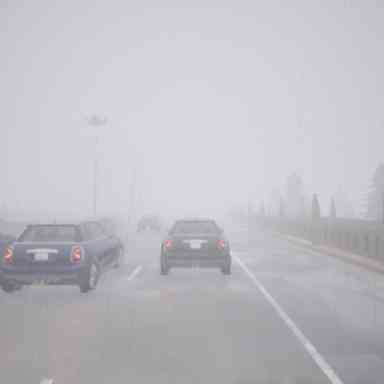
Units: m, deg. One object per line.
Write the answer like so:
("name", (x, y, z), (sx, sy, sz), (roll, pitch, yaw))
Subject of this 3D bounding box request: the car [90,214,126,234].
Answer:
("car", (-6.900, 2.614, 27.853), (1.837, 1.490, 4.892), (0, -3, 0))

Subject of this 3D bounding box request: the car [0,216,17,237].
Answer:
("car", (-14.099, 2.376, 22.692), (1.812, 1.442, 4.674), (0, -3, 0))

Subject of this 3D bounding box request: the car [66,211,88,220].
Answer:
("car", (-20.623, 4.194, 59.798), (1.882, 1.535, 5.008), (0, -3, 5))

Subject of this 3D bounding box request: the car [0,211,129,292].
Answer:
("car", (-3.400, 1.565, 9.652), (2.097, 1.767, 4.553), (0, -2, 0))

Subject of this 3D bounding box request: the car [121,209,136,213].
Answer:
("car", (-12.456, 4.699, 68.748), (2.033, 1.411, 5.357), (0, -3, 8))

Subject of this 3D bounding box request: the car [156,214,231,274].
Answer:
("car", (0.100, 1.649, 11.598), (2.097, 1.767, 4.553), (0, -3, 0))

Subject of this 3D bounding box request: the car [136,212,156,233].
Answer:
("car", (-3.400, 2.614, 27.859), (1.837, 1.490, 4.892), (0, -3, 0))

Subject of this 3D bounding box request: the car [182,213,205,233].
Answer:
("car", (0.100, 2.679, 29.699), (1.882, 1.535, 5.008), (0, -3, 0))

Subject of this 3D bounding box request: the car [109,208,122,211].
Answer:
("car", (-15.870, 4.423, 69.523), (2.150, 2.045, 5.566), (0, -3, 8))
